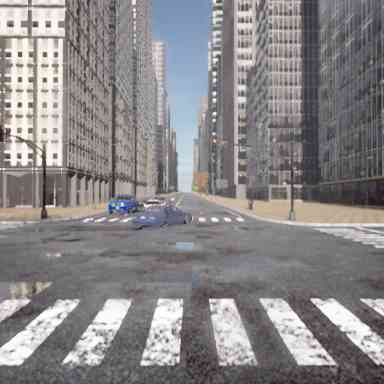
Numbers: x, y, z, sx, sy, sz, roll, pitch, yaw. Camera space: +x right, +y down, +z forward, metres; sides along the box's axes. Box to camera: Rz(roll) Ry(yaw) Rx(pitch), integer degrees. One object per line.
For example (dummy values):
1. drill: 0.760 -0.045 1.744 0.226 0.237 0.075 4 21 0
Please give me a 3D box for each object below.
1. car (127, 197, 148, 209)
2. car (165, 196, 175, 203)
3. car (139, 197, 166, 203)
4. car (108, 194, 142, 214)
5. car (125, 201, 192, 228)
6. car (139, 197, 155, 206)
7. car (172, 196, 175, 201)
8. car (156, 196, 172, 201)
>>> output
1. car: -7.366 1.472 45.516 2.128 1.511 4.902 0 0 -1
2. car: -4.463 1.557 69.203 1.895 1.301 4.718 0 0 -1
3. car: -3.887 1.514 33.424 1.812 1.442 4.674 0 0 -2
4. car: -7.165 1.208 35.103 2.150 2.045 5.566 0 0 2
5. car: -1.918 1.627 22.768 2.033 1.411 5.357 1 0 27
6. car: -7.566 1.518 56.677 2.033 1.411 5.357 0 0 -1
7. car: -4.255 1.523 53.167 2.033 1.411 5.357 0 0 -1
8. car: -4.064 1.335 42.337 2.097 1.767 4.553 0 0 -1
